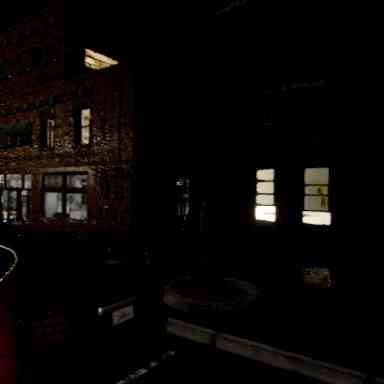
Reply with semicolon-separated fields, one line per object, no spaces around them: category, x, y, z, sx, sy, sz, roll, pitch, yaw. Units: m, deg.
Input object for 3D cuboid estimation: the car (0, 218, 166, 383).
car;-2.633;1.315;4.732;5.009;1.841;2.192;0;1;36
